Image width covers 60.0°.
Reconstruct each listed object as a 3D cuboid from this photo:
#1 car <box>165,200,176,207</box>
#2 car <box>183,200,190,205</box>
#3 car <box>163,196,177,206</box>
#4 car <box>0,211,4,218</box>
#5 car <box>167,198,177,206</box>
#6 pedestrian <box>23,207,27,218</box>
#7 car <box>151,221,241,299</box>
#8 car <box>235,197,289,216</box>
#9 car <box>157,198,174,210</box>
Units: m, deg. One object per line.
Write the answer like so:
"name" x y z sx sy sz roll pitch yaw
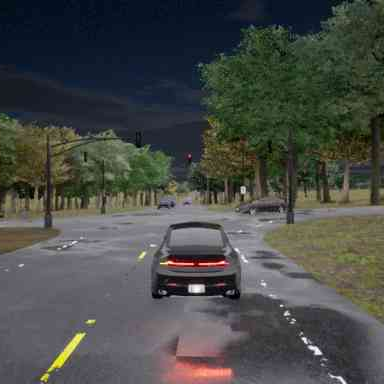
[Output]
"car" -4.543 2.316 70.342 2.033 1.411 5.357 0 -1 -1
"car" -1.468 2.896 89.075 1.895 1.301 4.718 0 -2 -1
"car" -4.382 1.801 60.075 2.150 2.045 5.566 0 -1 -2
"car" -21.265 2.247 32.284 5.357 1.411 2.033 -2 -1 2
"car" -4.777 2.392 80.633 2.097 1.767 4.553 0 -2 -1
"pedestrian" -18.098 2.203 36.061 0.375 1.300 0.375 0 1 2
"car" 0.087 1.508 8.461 1.837 1.490 4.892 0 0 0
"car" 6.117 1.197 29.001 4.892 1.490 1.837 -2 -2 -19
"car" -4.181 2.007 50.209 1.895 1.301 4.718 0 -1 -1
